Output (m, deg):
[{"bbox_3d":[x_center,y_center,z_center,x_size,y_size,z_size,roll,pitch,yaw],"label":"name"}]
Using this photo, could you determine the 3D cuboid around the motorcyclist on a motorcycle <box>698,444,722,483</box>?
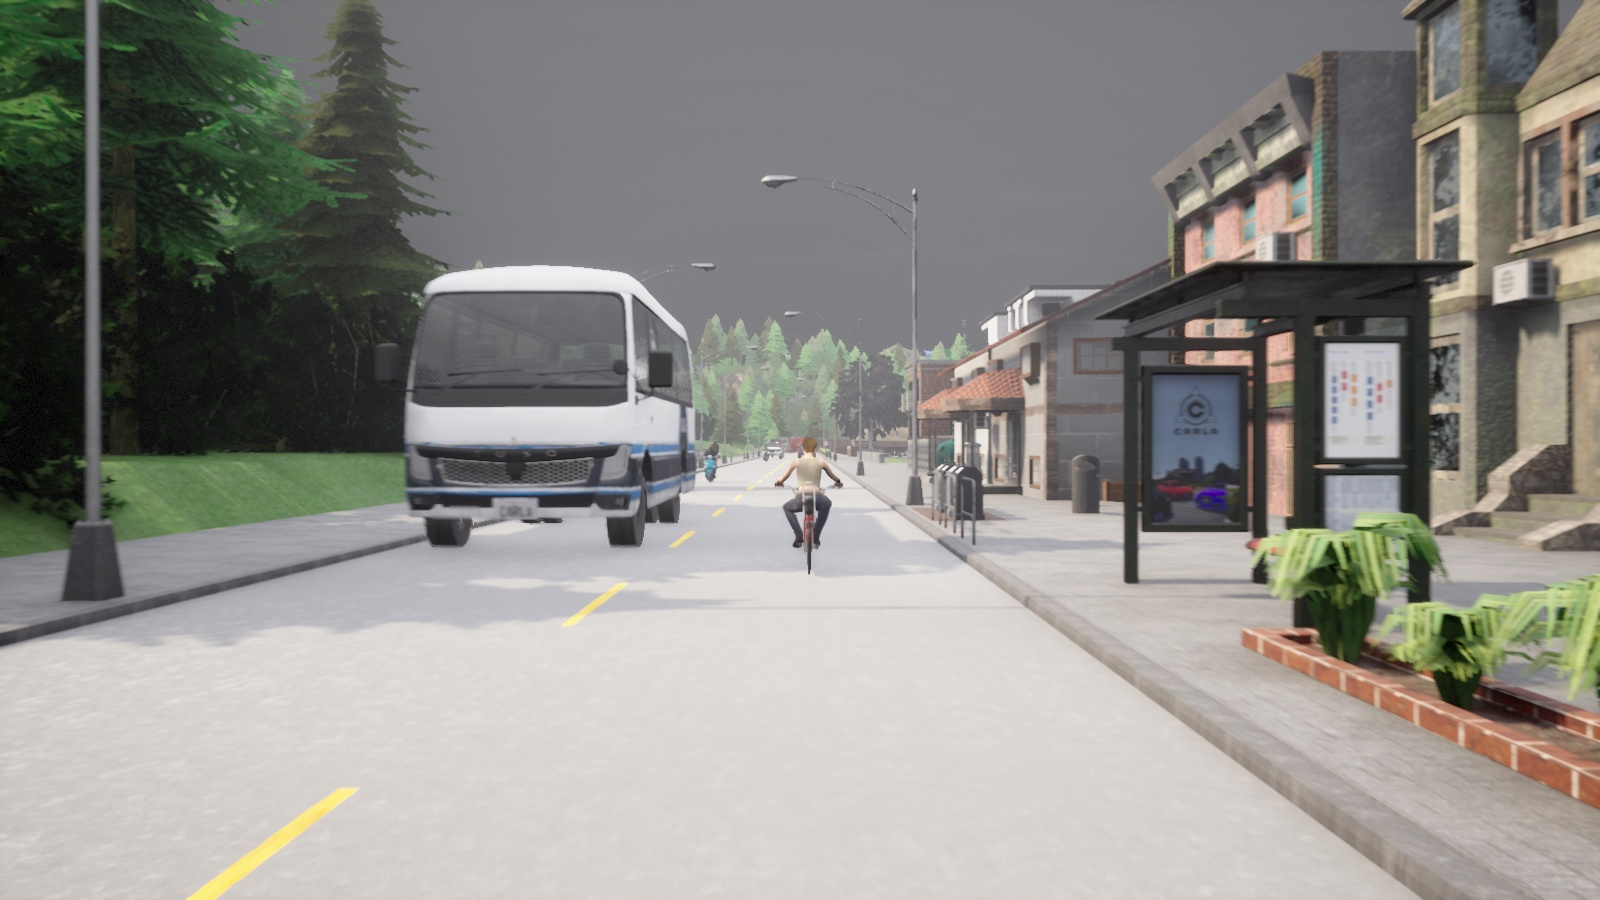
[{"bbox_3d":[-3.690,0.547,51.555,0.866,1.590,1.817,0,0,0],"label":"motorcyclist on a motorcycle"}]

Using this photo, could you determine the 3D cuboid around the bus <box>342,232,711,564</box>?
[{"bbox_3d":[-3.862,-0.695,21.213,3.944,4.253,10.273,0,0,0],"label":"bus"}]

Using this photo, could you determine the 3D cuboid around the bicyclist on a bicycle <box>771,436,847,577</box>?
[{"bbox_3d":[0.106,0.640,15.060,0.866,1.612,1.509,0,0,0],"label":"bicyclist on a bicycle"}]
